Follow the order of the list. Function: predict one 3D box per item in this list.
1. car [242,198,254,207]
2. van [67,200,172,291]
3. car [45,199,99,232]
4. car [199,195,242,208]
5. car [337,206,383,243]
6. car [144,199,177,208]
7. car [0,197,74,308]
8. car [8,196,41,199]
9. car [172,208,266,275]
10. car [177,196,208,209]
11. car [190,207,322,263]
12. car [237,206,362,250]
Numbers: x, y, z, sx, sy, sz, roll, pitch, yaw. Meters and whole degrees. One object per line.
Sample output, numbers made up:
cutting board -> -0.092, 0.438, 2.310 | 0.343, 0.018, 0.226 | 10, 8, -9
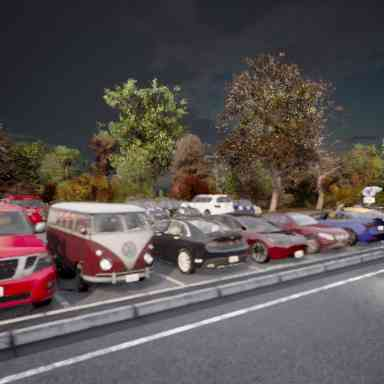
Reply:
car -> 3.487, 1.398, 29.563 | 2.185, 1.767, 4.553 | 0, 0, -35
van -> -2.586, 1.298, 9.078 | 1.878, 1.987, 4.442 | 0, 0, -35
car -> -7.857, 1.396, 21.486 | 2.185, 1.767, 4.553 | 0, 0, -35
car -> 1.183, 1.272, 27.996 | 2.435, 2.045, 5.566 | 0, 0, -35
car -> 6.499, 1.555, 15.726 | 2.163, 1.488, 4.792 | 0, 0, -35
car -> -3.458, 1.397, 24.695 | 2.185, 1.767, 4.553 | 0, 0, -35
car -> -4.803, 1.272, 7.607 | 2.435, 2.045, 5.566 | 0, 0, -35
car -> -10.262, 1.270, 19.847 | 2.435, 2.045, 5.566 | 0, 0, -35
car -> -0.282, 1.526, 10.853 | 2.231, 1.521, 4.892 | 0, 0, -35
car -> -1.189, 1.397, 26.310 | 2.185, 1.767, 4.553 | 0, 0, -35
car -> 1.999, 1.555, 12.450 | 2.163, 1.488, 4.792 | 0, 0, -35
car -> 4.248, 1.565, 14.090 | 2.002, 1.452, 4.674 | 0, 0, -35
